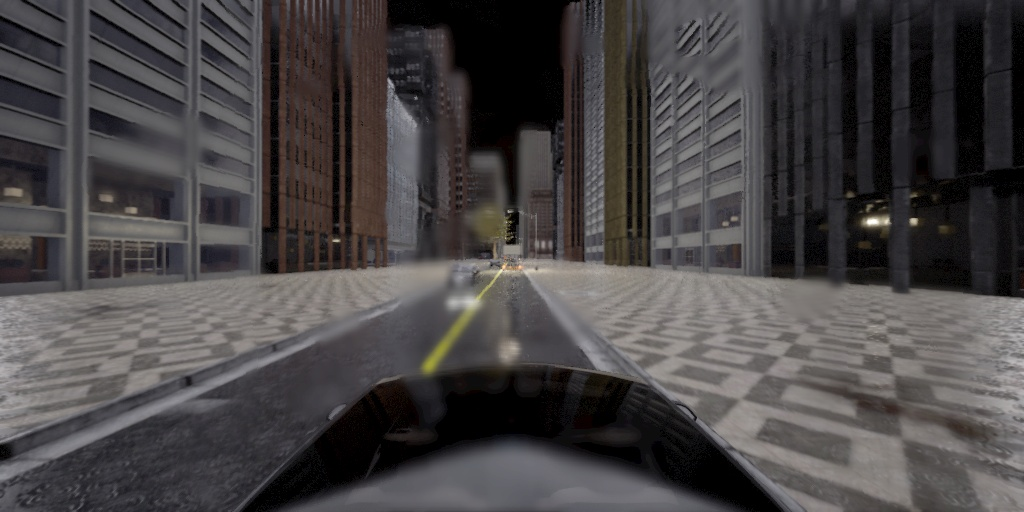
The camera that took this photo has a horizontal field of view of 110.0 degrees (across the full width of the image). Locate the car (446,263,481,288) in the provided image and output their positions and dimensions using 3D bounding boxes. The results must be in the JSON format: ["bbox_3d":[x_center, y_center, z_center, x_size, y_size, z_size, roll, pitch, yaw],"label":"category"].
[{"bbox_3d":[-3.103,1.254,23.695,2.128,1.511,4.902,0,0,0],"label":"car"}]

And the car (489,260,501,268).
[{"bbox_3d":[-3.033,1.364,64.852,2.033,1.411,5.357,0,0,0],"label":"car"}]

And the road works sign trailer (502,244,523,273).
[{"bbox_3d":[-0.012,0.251,45.034,2.380,3.560,2.880,0,0,0],"label":"road works sign trailer"}]
